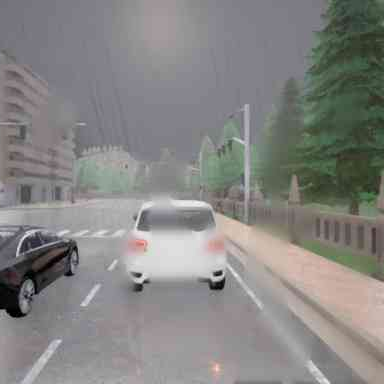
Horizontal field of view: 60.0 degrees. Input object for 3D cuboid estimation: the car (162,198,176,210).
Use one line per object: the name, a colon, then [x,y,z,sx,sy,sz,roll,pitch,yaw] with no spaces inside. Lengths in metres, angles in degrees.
car: [-3.096,1.517,44.370,1.812,1.442,4.674,0,0,-4]

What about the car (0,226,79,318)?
car: [-3.958,1.490,7.355,2.128,1.511,4.902,0,0,-3]

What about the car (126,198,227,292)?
car: [-0.464,1.220,9.130,2.150,2.045,5.566,0,0,-4]
